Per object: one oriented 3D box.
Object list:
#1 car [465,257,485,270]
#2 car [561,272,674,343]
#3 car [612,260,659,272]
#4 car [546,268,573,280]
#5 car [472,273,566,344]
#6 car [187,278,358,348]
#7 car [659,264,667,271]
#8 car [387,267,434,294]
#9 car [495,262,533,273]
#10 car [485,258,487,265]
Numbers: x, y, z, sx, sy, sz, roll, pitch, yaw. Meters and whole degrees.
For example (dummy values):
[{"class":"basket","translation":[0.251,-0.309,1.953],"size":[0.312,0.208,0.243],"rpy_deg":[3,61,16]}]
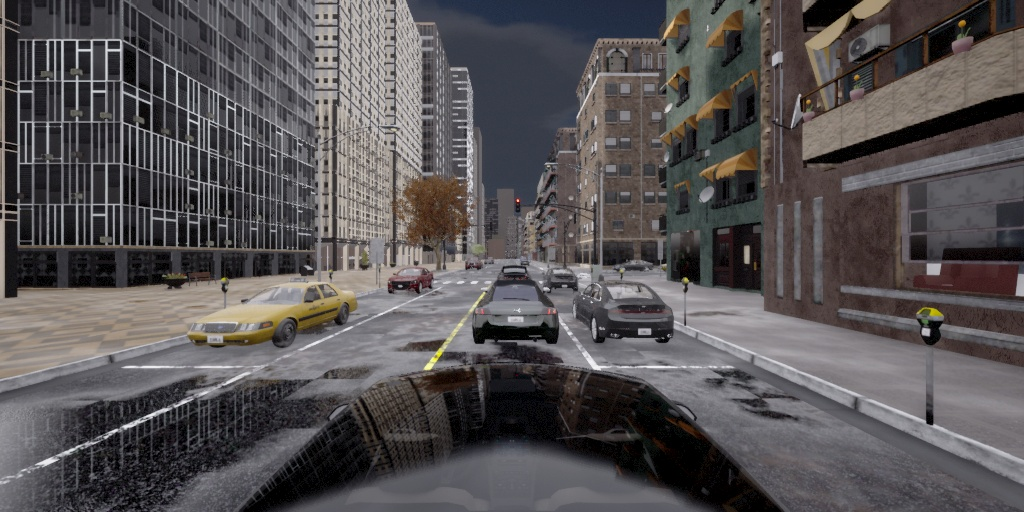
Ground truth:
[{"class":"car","translation":[-5.679,1.098,52.906],"size":[2.192,1.841,5.009],"rpy_deg":[0,0,0]},{"class":"car","translation":[2.691,1.301,9.450],"size":[2.007,1.370,4.403],"rpy_deg":[0,0,0]},{"class":"car","translation":[13.444,1.108,39.929],"size":[4.403,1.370,2.007],"rpy_deg":[0,0,-1]},{"class":"car","translation":[2.693,1.305,20.516],"size":[2.007,1.370,4.403],"rpy_deg":[0,0,0]},{"class":"car","translation":[0.089,1.315,9.598],"size":[1.994,1.385,4.181],"rpy_deg":[0,0,0]},{"class":"car","translation":[-5.690,1.276,9.283],"size":[1.751,1.417,4.829],"rpy_deg":[0,0,0]},{"class":"car","translation":[18.841,1.006,39.983],"size":[4.829,1.417,1.751],"rpy_deg":[0,0,-1]},{"class":"car","translation":[-5.687,1.299,20.518],"size":[1.888,1.381,4.507],"rpy_deg":[0,0,0]},{"class":"car","translation":[0.109,1.259,19.647],"size":[1.837,1.490,4.892],"rpy_deg":[0,0,-1]},{"class":"car","translation":[-5.677,1.356,58.429],"size":[1.948,1.339,4.313],"rpy_deg":[0,0,0]}]
